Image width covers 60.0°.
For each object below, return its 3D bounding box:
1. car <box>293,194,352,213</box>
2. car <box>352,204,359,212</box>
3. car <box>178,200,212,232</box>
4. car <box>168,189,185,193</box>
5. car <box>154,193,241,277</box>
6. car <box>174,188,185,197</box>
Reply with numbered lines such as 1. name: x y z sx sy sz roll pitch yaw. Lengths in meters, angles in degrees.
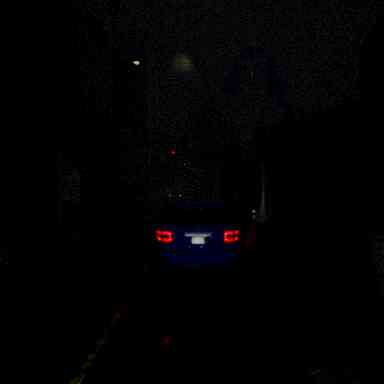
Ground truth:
1. car: 12.858 1.117 33.511 5.009 1.841 2.192 1 0 0
2. car: 18.257 1.461 33.499 4.206 1.307 1.802 1 0 0
3. car: 0.143 1.350 20.241 1.837 1.490 4.892 0 1 0
4. car: -2.601 0.411 52.555 2.097 1.767 4.553 0 2 0
5. car: 0.125 1.175 10.215 2.150 2.045 5.566 0 0 0
6. car: -2.460 0.063 67.923 2.128 1.511 4.902 0 2 0
